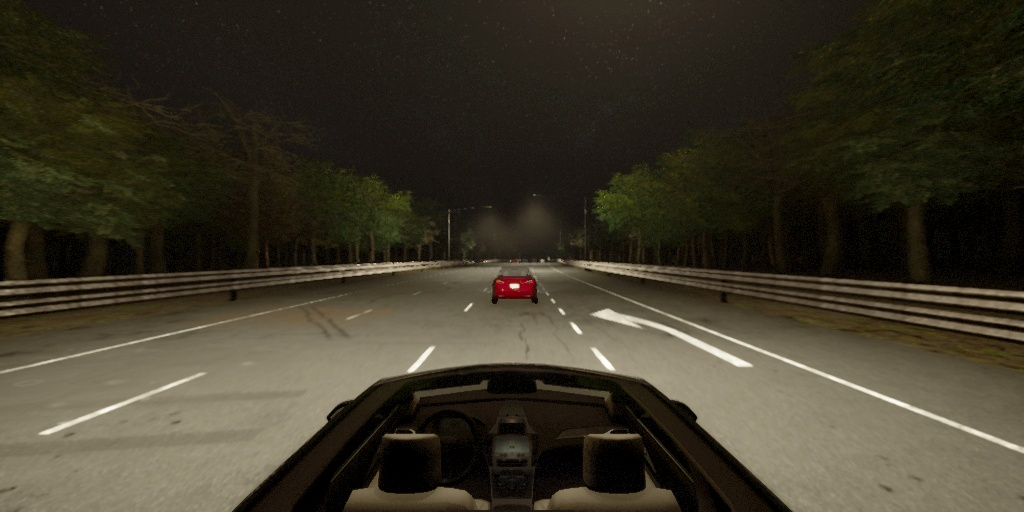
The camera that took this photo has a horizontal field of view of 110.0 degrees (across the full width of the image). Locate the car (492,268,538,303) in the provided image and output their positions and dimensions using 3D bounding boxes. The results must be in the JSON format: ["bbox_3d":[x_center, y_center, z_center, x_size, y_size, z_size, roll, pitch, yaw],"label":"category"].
[{"bbox_3d":[0.133,1.271,16.883,2.163,1.488,4.792,0,0,1],"label":"car"}]
